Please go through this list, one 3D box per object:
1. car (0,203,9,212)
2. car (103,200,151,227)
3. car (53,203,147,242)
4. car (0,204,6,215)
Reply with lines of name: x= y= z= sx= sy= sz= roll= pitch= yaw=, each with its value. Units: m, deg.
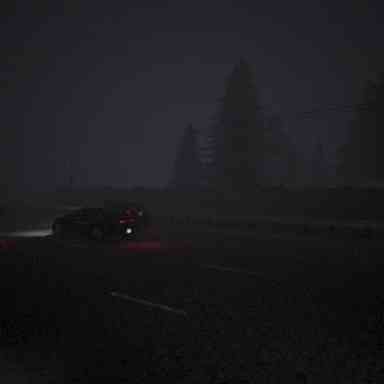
car: x=-18.705 y=1.435 z=30.239 sx=4.718 sy=1.301 sz=1.895 roll=0 pitch=0 yaw=36
car: x=-4.690 y=1.274 z=20.238 sx=4.553 sy=1.767 sz=2.097 roll=1 pitch=0 yaw=35
car: x=-4.722 y=1.438 z=15.955 sx=4.892 sy=1.490 sz=1.837 roll=0 pitch=0 yaw=36
car: x=-11.474 y=1.410 z=16.479 sx=4.892 sy=1.490 sz=1.837 roll=0 pitch=0 yaw=36
